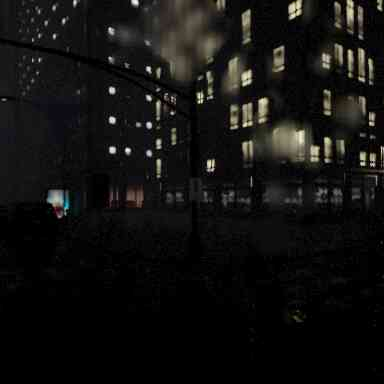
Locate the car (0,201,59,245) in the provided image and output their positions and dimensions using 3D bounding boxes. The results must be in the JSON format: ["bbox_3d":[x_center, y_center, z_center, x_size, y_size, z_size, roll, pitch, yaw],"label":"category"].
[{"bbox_3d":[-7.797,1.339,15.765,2.192,1.841,5.009,1,-1,-36],"label":"car"}]

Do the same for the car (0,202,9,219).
[{"bbox_3d":[-17.554,1.608,29.250,1.947,1.339,4.313,1,-1,-36],"label":"car"}]

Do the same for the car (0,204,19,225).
[{"bbox_3d":[-14.303,1.603,24.754,1.947,1.339,4.313,1,-1,-36],"label":"car"}]
